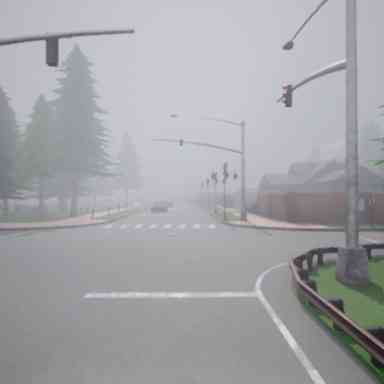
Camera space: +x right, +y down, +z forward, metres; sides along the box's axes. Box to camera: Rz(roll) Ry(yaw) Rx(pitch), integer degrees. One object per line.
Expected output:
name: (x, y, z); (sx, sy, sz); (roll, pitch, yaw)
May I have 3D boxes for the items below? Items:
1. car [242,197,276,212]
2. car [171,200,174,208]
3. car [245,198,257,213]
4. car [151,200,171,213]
car: (8.428, 1.515, 41.897); (3.866, 1.878, 1.905); (0, -1, -1)
car: (-4.258, 2.088, 58.664); (1.895, 1.301, 4.718); (0, -1, -1)
car: (8.843, 1.491, 39.387); (4.605, 1.855, 1.932); (0, -1, -1)
car: (-4.105, 1.821, 42.241); (1.882, 1.535, 5.008); (0, 0, 0)
